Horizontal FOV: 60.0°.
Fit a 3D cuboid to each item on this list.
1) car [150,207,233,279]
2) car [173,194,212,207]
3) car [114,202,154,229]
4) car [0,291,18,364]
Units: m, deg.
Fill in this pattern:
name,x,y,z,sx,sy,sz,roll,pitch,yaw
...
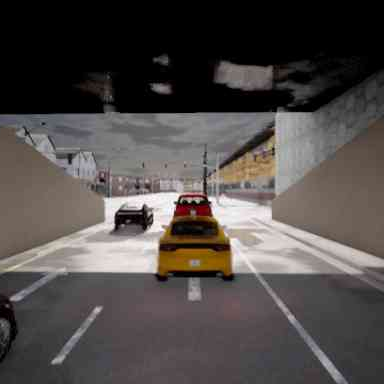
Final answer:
name,x,y,z,sx,sy,sz,roll,pitch,yaw
car,0.065,1.422,9.887,1.882,1.535,5.008,0,0,0
car,0.053,1.111,19.870,2.150,2.045,5.566,0,0,0
car,-3.450,1.375,20.407,2.128,1.511,4.902,0,0,0
car,-3.456,1.547,2.999,1.994,1.385,4.181,0,0,0
